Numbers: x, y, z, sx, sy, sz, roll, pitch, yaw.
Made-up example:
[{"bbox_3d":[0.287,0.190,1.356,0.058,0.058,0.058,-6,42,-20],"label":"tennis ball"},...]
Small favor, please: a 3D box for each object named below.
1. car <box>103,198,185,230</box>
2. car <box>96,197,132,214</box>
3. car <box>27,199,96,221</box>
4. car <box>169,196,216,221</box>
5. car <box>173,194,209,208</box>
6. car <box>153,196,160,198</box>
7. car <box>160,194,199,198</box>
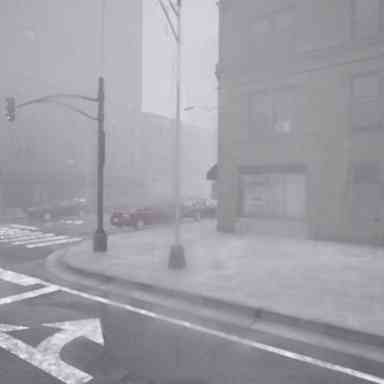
[{"bbox_3d":[-2.689,1.321,19.252,1.887,1.381,4.507,2,2,35],"label":"car"},{"bbox_3d":[-6.442,1.154,28.679,1.887,1.381,4.507,2,2,35],"label":"car"},{"bbox_3d":[-9.635,1.233,24.195,1.887,1.381,4.507,2,2,35],"label":"car"},{"bbox_3d":[0.503,1.249,23.737,2.008,1.369,4.403,2,2,35],"label":"car"},{"bbox_3d":[-0.059,1.019,37.649,1.947,1.339,4.313,2,2,35],"label":"car"},{"bbox_3d":[-3.250,1.076,33.164,1.887,1.381,4.507,2,2,35],"label":"car"},{"bbox_3d":[-0.519,1.022,32.426,1.882,1.535,5.008,1,1,35],"label":"car"}]
